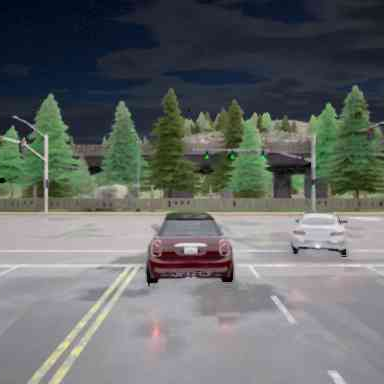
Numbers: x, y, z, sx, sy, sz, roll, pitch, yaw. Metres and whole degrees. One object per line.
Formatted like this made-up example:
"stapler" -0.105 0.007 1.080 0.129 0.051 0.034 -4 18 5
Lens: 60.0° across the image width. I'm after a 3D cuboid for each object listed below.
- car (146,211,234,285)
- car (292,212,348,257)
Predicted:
"car" -0.135 1.352 9.718 2.097 1.767 4.553 0 0 -3
"car" 5.059 1.518 13.072 1.812 1.442 4.674 0 0 23
